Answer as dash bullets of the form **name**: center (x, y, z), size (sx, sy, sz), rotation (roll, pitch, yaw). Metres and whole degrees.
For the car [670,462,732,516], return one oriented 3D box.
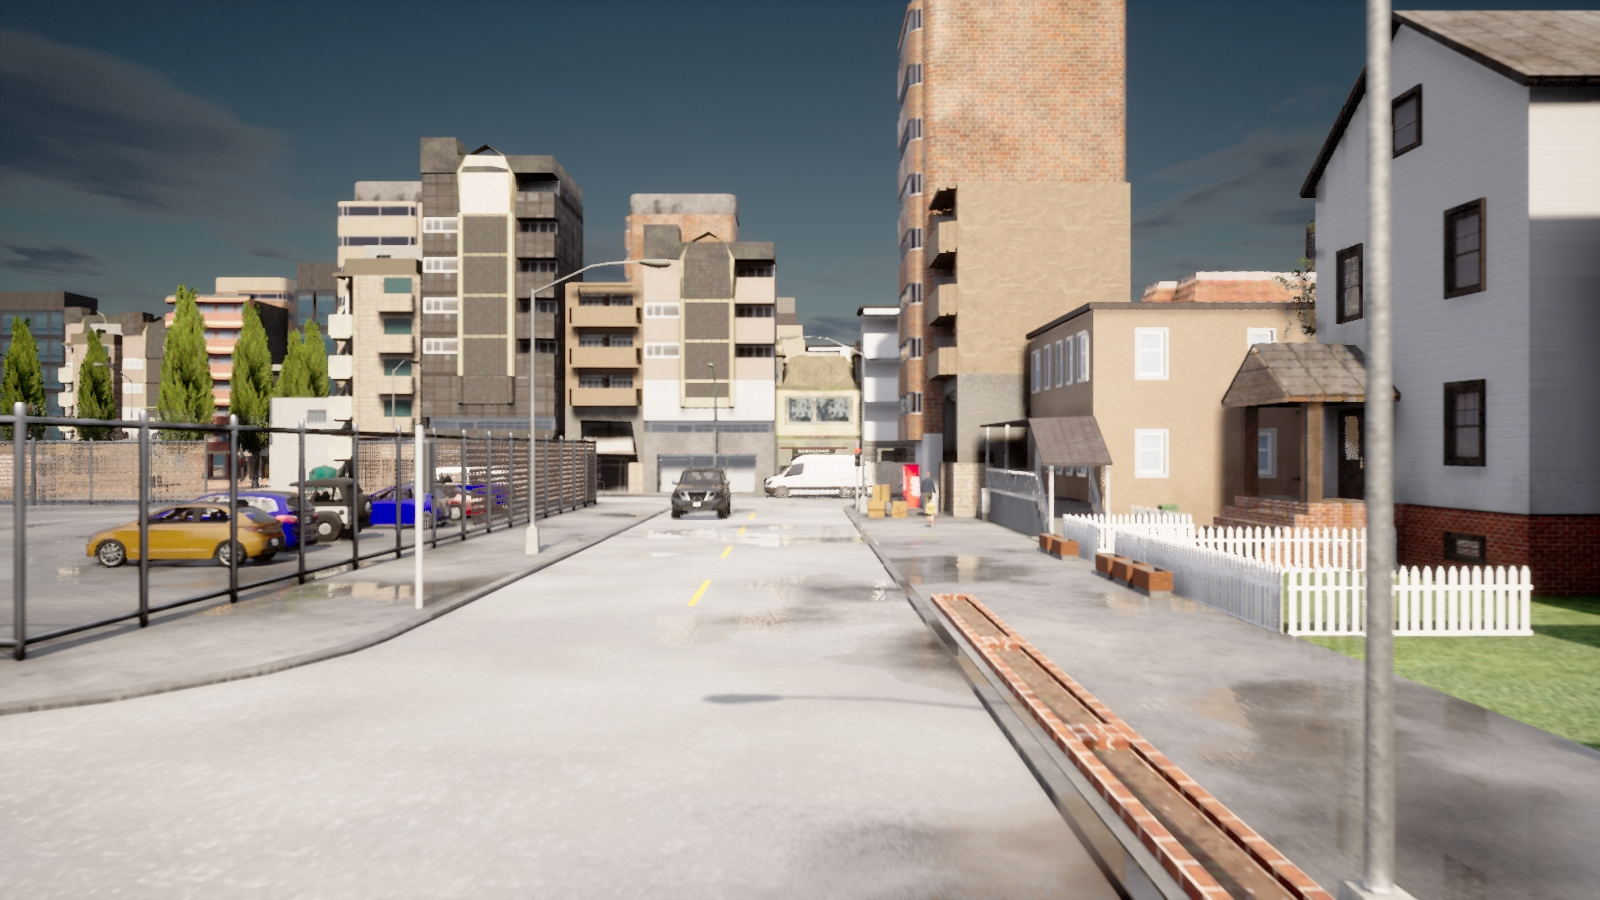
- **car**: center (-4.059, 1.561, 47.669), size (2.150, 2.045, 5.566), rotation (0, 0, 0)

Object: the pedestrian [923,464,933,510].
- **pedestrian**: center (5.247, 1.518, 46.736), size (0.375, 1.860, 0.375), rotation (0, 0, 11)

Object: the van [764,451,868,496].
- **van**: center (0.913, 1.316, 66.119), size (5.915, 2.561, 1.988), rotation (0, 0, 0)

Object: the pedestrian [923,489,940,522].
- **pedestrian**: center (4.514, 1.906, 39.252), size (0.500, 1.100, 0.500), rotation (0, 0, 15)
